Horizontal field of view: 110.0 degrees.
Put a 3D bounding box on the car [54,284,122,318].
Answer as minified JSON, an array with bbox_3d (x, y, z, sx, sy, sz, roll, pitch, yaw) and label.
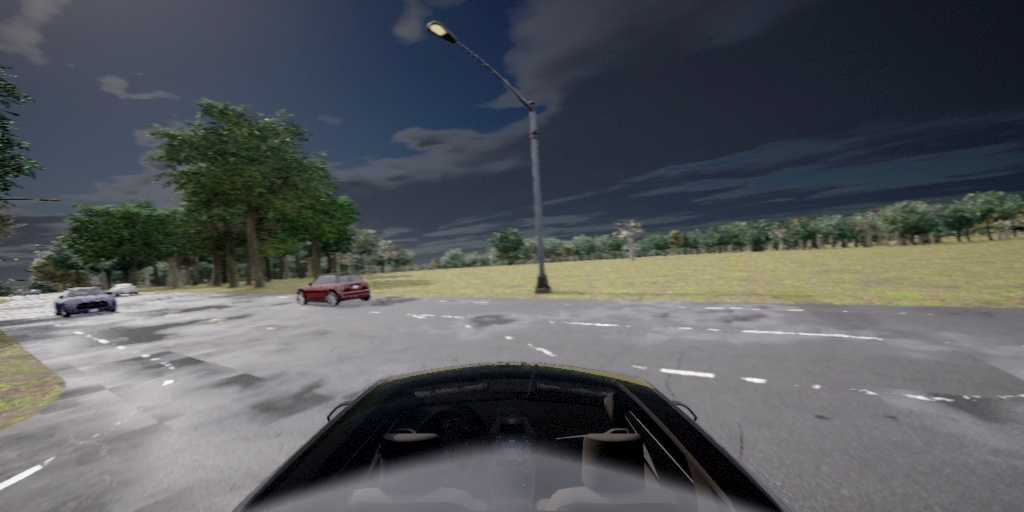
[{"bbox_3d":[-26.769,2.765,22.488,4.553,1.767,2.097,-3,0,33],"label":"car"}]

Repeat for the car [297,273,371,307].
[{"bbox_3d":[-10.063,1.768,20.116,4.553,1.767,2.097,-3,0,33],"label":"car"}]
